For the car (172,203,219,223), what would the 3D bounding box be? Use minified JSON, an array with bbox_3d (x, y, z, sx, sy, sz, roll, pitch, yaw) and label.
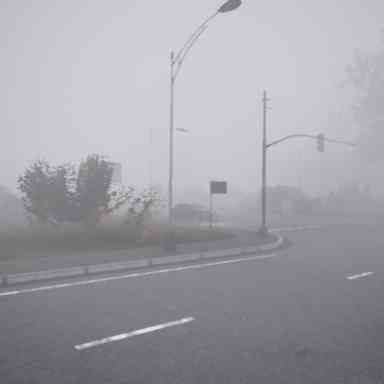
[{"bbox_3d":[0.202,1.712,28.273,1.837,1.490,4.892,1,0,-39],"label":"car"}]
